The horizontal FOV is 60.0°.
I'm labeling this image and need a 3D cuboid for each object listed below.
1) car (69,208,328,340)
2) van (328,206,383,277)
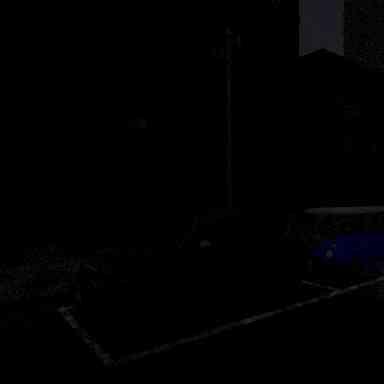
[{"bbox_3d":[0.253,1.314,6.715,5.009,1.841,2.192,0,0,-35],"label":"car"},{"bbox_3d":[4.732,1.339,9.909,3.998,1.788,1.690,0,0,-36],"label":"van"}]
